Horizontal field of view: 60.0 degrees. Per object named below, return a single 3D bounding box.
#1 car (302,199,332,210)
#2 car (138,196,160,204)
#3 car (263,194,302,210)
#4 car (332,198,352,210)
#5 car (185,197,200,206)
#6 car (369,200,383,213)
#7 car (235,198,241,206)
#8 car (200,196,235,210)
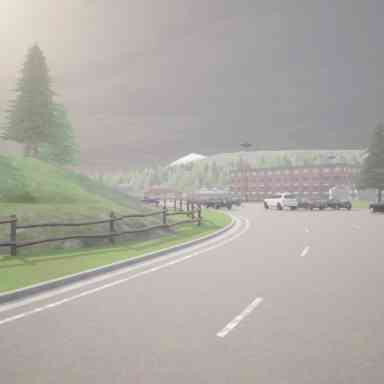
[{"bbox_3d":[15.032,1.547,42.754,2.033,1.411,5.357,0,0,-17],"label":"car"},{"bbox_3d":[-7.825,1.478,60.256,1.882,1.535,5.008,0,0,-42],"label":"car"},{"bbox_3d":[11.178,1.221,42.366,2.150,2.045,5.566,0,0,-16],"label":"car"},{"bbox_3d":[18.511,1.526,42.704,1.812,1.442,4.674,0,0,-13],"label":"car"},{"bbox_3d":[0.599,1.564,55.554,1.994,1.385,4.181,0,0,-38],"label":"car"},{"bbox_3d":[20.013,1.478,33.582,1.882,1.535,5.008,0,0,-4],"label":"car"},{"bbox_3d":[6.020,1.526,53.947,1.812,1.442,4.674,0,0,-34],"label":"car"},{"bbox_3d":[3.343,1.352,43.827,2.097,1.767,4.553,0,0,-23],"label":"car"}]
